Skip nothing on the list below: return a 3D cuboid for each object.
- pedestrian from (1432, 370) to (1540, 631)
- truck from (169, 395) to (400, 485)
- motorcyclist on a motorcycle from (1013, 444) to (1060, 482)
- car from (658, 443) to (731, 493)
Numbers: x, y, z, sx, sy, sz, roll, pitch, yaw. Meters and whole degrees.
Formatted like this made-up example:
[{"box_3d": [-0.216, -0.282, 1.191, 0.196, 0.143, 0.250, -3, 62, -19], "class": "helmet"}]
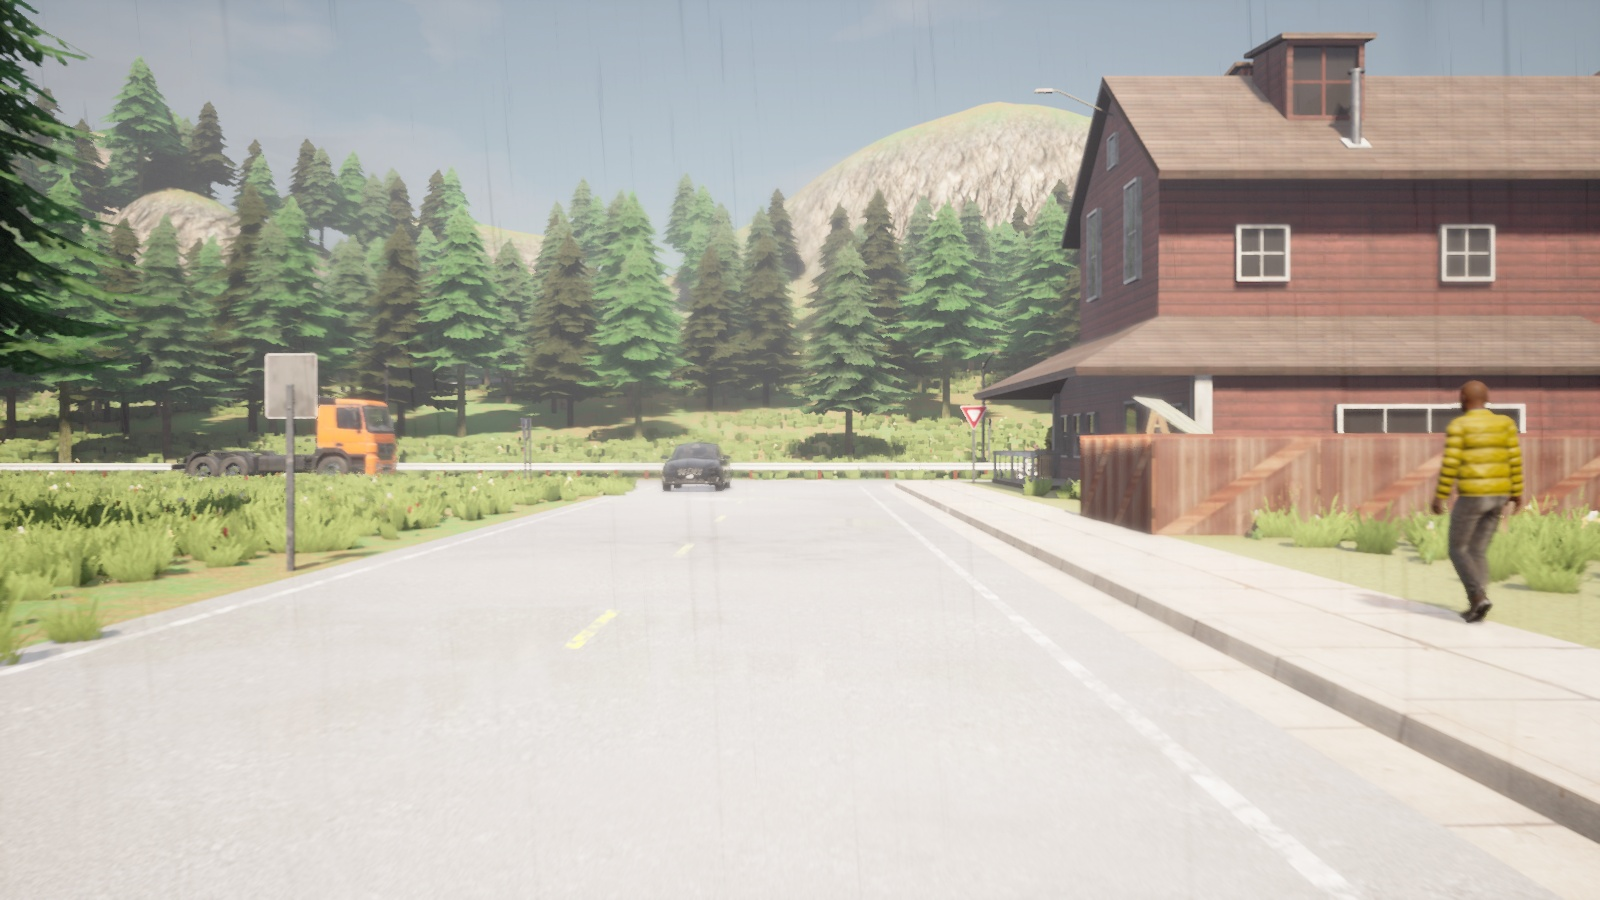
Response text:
[{"box_3d": [5.001, 0.354, 9.180, 0.370, 1.835, 0.726, 0, 0, -2], "class": "pedestrian"}, {"box_3d": [-20.177, -0.391, 49.488, 7.936, 3.462, 2.891, 0, 0, 0], "class": "truck"}, {"box_3d": [9.928, 0.550, 52.841, 1.817, 1.590, 0.866, 0, 0, 0], "class": "motorcyclist on a motorcycle"}, {"box_3d": [-3.254, 0.525, 39.695, 1.837, 1.490, 4.892, 0, 0, 1], "class": "car"}]
